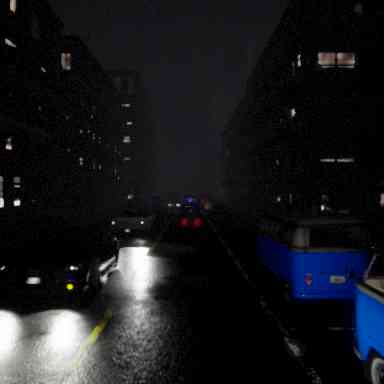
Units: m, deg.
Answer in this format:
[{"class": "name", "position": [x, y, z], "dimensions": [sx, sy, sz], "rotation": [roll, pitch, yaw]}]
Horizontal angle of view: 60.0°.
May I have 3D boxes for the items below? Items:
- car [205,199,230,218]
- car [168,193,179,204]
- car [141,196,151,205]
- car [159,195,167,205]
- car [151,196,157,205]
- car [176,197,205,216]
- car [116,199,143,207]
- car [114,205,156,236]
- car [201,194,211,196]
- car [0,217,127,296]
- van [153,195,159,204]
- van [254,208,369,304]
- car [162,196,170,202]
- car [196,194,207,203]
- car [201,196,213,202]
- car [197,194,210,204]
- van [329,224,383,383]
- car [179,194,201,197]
[{"class": "car", "position": [2.459, 1.600, 30.286], "dimensions": [1.802, 1.307, 4.206], "rotation": [-1, 0, 0]}, {"class": "car", "position": [-3.505, 1.276, 65.893], "dimensions": [2.150, 2.045, 5.566], "rotation": [0, 0, 0]}, {"class": "car", "position": [-5.933, 1.473, 35.853], "dimensions": [1.967, 1.590, 4.097], "rotation": [-1, 0, 0]}, {"class": "car", "position": [-6.128, 1.365, 58.260], "dimensions": [2.192, 1.841, 5.009], "rotation": [-1, 0, 0]}, {"class": "car", "position": [-5.974, 1.588, 41.454], "dimensions": [2.008, 1.369, 4.403], "rotation": [-1, 0, 0]}, {"class": "car", "position": [-0.137, 1.515, 32.324], "dimensions": [2.128, 1.511, 4.902], "rotation": [0, 0, 0]}, {"class": "car", "position": [-5.889, 1.611, 30.251], "dimensions": [1.802, 1.307, 4.206], "rotation": [-1, 0, 0]}, {"class": "car", "position": [-3.226, 1.618, 18.806], "dimensions": [1.895, 1.301, 4.718], "rotation": [0, 0, 0]}, {"class": "car", "position": [2.284, 1.350, 52.693], "dimensions": [2.192, 1.841, 5.009], "rotation": [-1, 0, 0]}, {"class": "car", "position": [-3.157, 1.574, 8.582], "dimensions": [1.994, 1.385, 4.181], "rotation": [0, 0, -1]}, {"class": "van", "position": [-6.020, 1.383, 47.056], "dimensions": [1.690, 1.788, 3.998], "rotation": [-1, 0, 0]}, {"class": "van", "position": [2.625, 1.343, 7.878], "dimensions": [1.690, 1.788, 3.998], "rotation": [-1, 0, 0]}, {"class": "car", "position": [-6.305, 1.651, 80.667], "dimensions": [1.802, 1.307, 4.206], "rotation": [-1, 0, 0]}, {"class": "car", "position": [2.114, 1.368, 75.101], "dimensions": [2.192, 1.841, 5.009], "rotation": [-1, 0, 0]}, {"class": "car", "position": [2.371, 1.552, 41.659], "dimensions": [1.752, 1.417, 4.829], "rotation": [-1, 0, 0]}, {"class": "car", "position": [2.199, 1.359, 63.897], "dimensions": [2.192, 1.841, 5.009], "rotation": [-1, 0, 0]}, {"class": "van", "position": [2.668, 1.340, 2.275], "dimensions": [1.690, 1.788, 3.998], "rotation": [-1, 0, 0]}, {"class": "car", "position": [-0.242, 1.255, 46.014], "dimensions": [2.150, 2.045, 5.566], "rotation": [0, 0, 0]}]
